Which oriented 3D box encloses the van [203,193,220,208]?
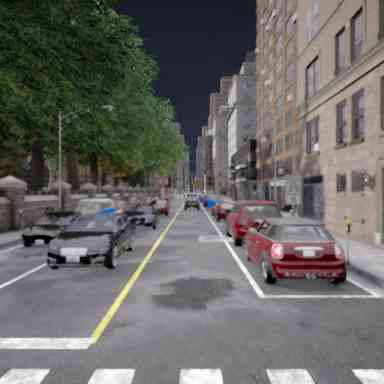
[{"bbox_3d":[2.675,1.269,41.977,1.690,1.788,3.998,0,0,0],"label":"van"}]

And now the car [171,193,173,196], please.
[{"bbox_3d":[-5.848,1.422,74.435,1.887,1.381,4.507,0,0,0],"label":"car"}]

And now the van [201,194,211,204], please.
[{"bbox_3d":[2.677,1.234,63.610,1.690,1.788,3.998,0,0,0],"label":"van"}]

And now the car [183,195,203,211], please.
[{"bbox_3d":[0.005,1.436,40.540,1.837,1.490,4.892,0,0,0],"label":"car"}]

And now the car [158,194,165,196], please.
[{"bbox_3d":[-5.850,1.464,52.806,2.008,1.369,4.403,0,0,0],"label":"car"}]

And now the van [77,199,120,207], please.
[{"bbox_3d":[-5.853,1.306,20.361,1.690,1.788,3.998,0,0,0],"label":"van"}]

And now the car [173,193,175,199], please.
[{"bbox_3d":[-5.847,1.418,79.842,2.008,1.369,4.403,0,0,0],"label":"car"}]

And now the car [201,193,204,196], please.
[{"bbox_3d":[2.675,1.235,47.385,2.192,1.841,5.009,0,0,0],"label":"car"}]

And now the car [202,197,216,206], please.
[{"bbox_3d":[2.675,1.477,52.794,1.947,1.339,4.313,0,0,0],"label":"car"}]

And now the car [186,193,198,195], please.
[{"bbox_3d":[0.006,1.136,50.989,2.150,2.045,5.566,0,0,0],"label":"car"}]

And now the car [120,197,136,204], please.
[{"bbox_3d":[-5.853,1.397,25.769,1.967,1.590,4.097,0,0,0],"label":"car"}]

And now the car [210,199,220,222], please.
[{"bbox_3d":[2.672,1.499,25.753,1.887,1.381,4.507,0,0,0],"label":"car"}]

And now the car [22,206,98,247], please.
[{"bbox_3d":[-5.854,1.540,14.954,1.947,1.339,4.313,0,0,0],"label":"car"}]

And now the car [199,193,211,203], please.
[{"bbox_3d":[2.678,1.199,69.019,2.192,1.841,5.009,0,0,0],"label":"car"}]

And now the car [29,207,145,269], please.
[{"bbox_3d":[-3.095,1.471,11.105,2.128,1.511,4.902,0,0,0],"label":"car"}]

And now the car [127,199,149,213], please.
[{"bbox_3d":[-5.852,1.521,36.584,1.802,1.307,4.206,0,0,0],"label":"car"}]

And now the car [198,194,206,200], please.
[{"bbox_3d":[2.680,1.390,90.652,1.887,1.381,4.507,0,0,0],"label":"car"}]

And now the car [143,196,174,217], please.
[{"bbox_3d":[-3.083,1.425,31.370,1.882,1.535,5.008,0,0,0],"label":"car"}]

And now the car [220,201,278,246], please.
[{"bbox_3d":[2.671,1.287,14.936,2.192,1.841,5.009,0,0,0],"label":"car"}]

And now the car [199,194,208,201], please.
[{"bbox_3d":[2.679,1.305,79.835,1.967,1.590,4.097,0,0,0],"label":"car"}]

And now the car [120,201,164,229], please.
[{"bbox_3d":[-3.102,1.527,21.121,1.994,1.385,4.181,0,0,-1],"label":"car"}]

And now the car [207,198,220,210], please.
[{"bbox_3d":[2.673,1.528,31.161,1.802,1.307,4.206,0,0,0],"label":"car"}]

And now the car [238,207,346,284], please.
[{"bbox_3d":[2.671,1.420,9.528,1.967,1.590,4.097,0,0,0],"label":"car"}]

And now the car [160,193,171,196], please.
[{"bbox_3d":[-5.849,1.211,63.619,2.192,1.841,5.009,0,0,0],"label":"car"}]

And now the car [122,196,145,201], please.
[{"bbox_3d":[-5.852,1.263,31.176,2.192,1.841,5.009,0,0,0],"label":"car"}]

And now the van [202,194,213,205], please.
[{"bbox_3d":[2.676,1.243,58.202,1.690,1.788,3.998,0,0,0],"label":"van"}]

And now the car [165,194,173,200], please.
[{"bbox_3d":[-5.846,1.298,85.250,1.967,1.590,4.097,0,0,0],"label":"car"}]
